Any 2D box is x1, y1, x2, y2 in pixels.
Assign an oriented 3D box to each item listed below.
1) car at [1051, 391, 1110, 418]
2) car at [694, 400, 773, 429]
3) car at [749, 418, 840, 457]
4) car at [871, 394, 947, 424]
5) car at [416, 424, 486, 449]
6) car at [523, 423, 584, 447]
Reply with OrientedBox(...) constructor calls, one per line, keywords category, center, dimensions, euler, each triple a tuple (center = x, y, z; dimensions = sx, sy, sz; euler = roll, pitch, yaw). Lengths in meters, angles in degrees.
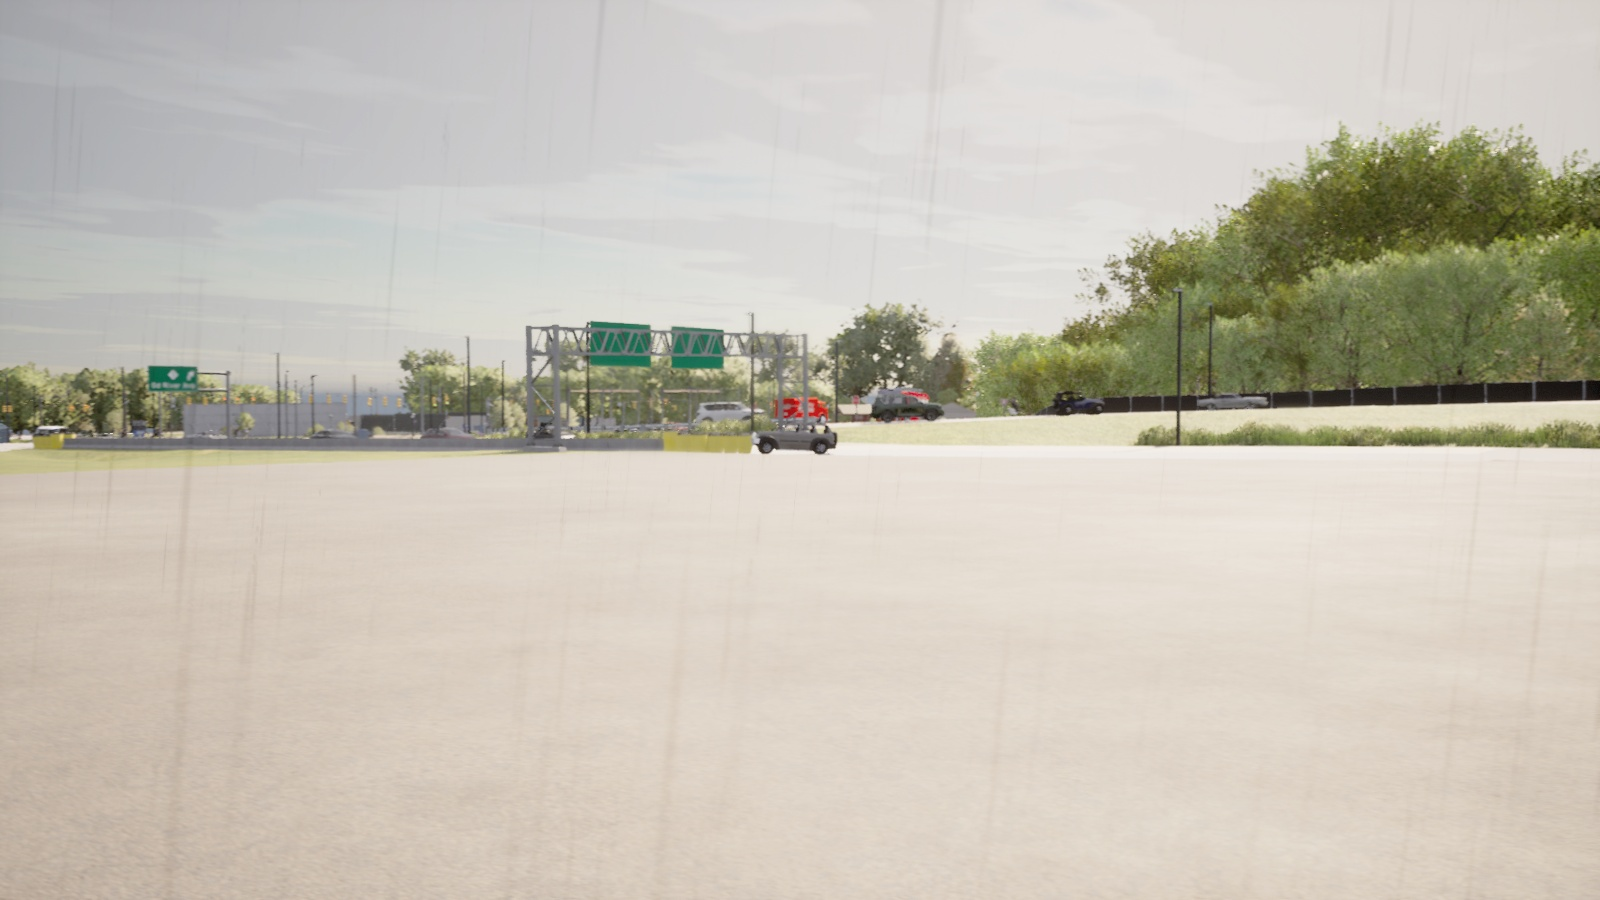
OrientedBox(category="car", center=(21.098, -3.403, 94.486), dimensions=(3.866, 1.878, 1.905), euler=(-2, 2, -4))
OrientedBox(category="car", center=(-5.081, -2.749, 96.285), dimensions=(5.566, 2.045, 2.150), euler=(-1, 2, 17))
OrientedBox(category="car", center=(-0.325, -0.639, 66.614), dimensions=(4.605, 1.855, 1.932), euler=(2, -1, -4))
OrientedBox(category="car", center=(8.172, -3.092, 94.688), dimensions=(5.566, 2.045, 2.150), euler=(-2, 2, 2))
OrientedBox(category="car", center=(-24.134, -0.967, 86.786), dimensions=(4.856, 1.649, 2.033), euler=(1, 2, 37))
OrientedBox(category="car", center=(-16.830, -1.036, 85.693), dimensions=(3.988, 1.617, 1.851), euler=(1, 2, 37))
